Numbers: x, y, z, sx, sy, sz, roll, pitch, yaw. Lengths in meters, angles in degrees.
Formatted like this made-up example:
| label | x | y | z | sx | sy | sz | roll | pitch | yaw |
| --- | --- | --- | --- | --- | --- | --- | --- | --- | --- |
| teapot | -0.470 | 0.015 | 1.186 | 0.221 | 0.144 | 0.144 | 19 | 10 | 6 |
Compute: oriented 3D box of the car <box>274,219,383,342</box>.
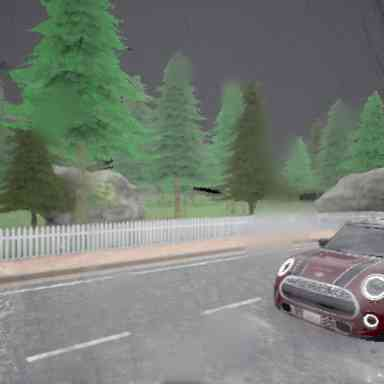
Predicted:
| label | x | y | z | sx | sy | sz | roll | pitch | yaw |
| --- | --- | --- | --- | --- | --- | --- | --- | --- | --- |
| car | 3.710 | 1.366 | 6.506 | 4.553 | 1.767 | 2.097 | 0 | 0 | -35 |

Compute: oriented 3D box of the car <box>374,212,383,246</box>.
| label | x | y | z | sx | sy | sz | roll | pitch | yaw |
| --- | --- | --- | --- | --- | --- | --- | --- | --- | --- |
| car | 10.202 | 1.599 | 14.373 | 4.181 | 1.385 | 1.994 | 0 | 0 | -25 |
